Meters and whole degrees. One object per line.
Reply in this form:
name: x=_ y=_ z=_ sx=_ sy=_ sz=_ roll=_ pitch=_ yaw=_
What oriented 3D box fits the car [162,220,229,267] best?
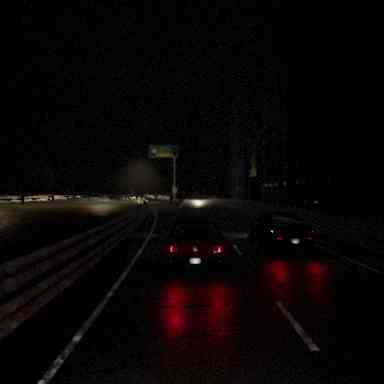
car: x=0.102 y=1.602 z=11.357 sx=1.895 sy=1.301 sz=4.718 roll=0 pitch=0 yaw=0

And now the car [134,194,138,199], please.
car: x=-16.149 y=1.266 z=92.779 sx=1.882 sy=1.535 sz=5.008 roll=0 pitch=0 yaw=-16

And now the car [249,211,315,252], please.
car: x=3.602 y=1.531 z=13.880 sx=1.812 sy=1.442 sz=4.674 roll=0 pitch=0 yaw=0
